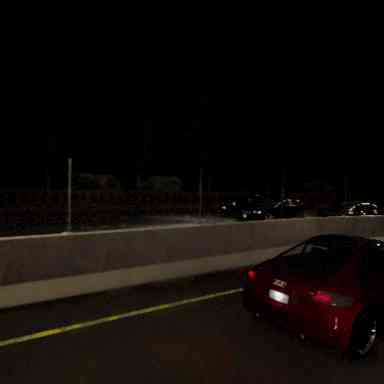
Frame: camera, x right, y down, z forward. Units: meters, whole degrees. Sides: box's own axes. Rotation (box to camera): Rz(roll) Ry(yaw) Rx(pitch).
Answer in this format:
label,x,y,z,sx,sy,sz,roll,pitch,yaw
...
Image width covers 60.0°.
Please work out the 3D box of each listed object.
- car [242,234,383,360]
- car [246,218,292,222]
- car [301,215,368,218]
label,x,y,z,sx,sy,sz,roll,pitch,yaw
car,2.905,1.473,5.855,4.181,1.385,1.994,1,2,-34
car,5.091,1.094,19.650,4.902,1.511,2.128,1,2,-28
car,8.194,1.252,17.365,4.892,1.490,1.837,1,1,-27
